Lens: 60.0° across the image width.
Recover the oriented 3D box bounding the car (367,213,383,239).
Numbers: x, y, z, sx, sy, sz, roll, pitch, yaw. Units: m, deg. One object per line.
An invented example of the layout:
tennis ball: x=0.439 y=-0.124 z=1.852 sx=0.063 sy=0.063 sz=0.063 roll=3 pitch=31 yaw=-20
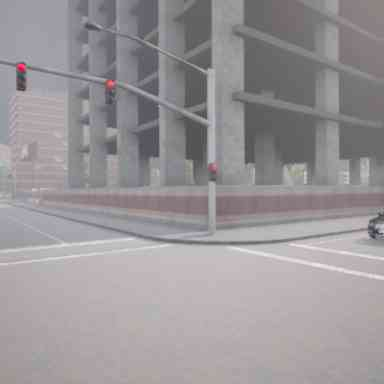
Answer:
car: x=10.049 y=1.380 z=15.442 sx=4.902 sy=1.511 sz=2.128 roll=0 pitch=0 yaw=-35
